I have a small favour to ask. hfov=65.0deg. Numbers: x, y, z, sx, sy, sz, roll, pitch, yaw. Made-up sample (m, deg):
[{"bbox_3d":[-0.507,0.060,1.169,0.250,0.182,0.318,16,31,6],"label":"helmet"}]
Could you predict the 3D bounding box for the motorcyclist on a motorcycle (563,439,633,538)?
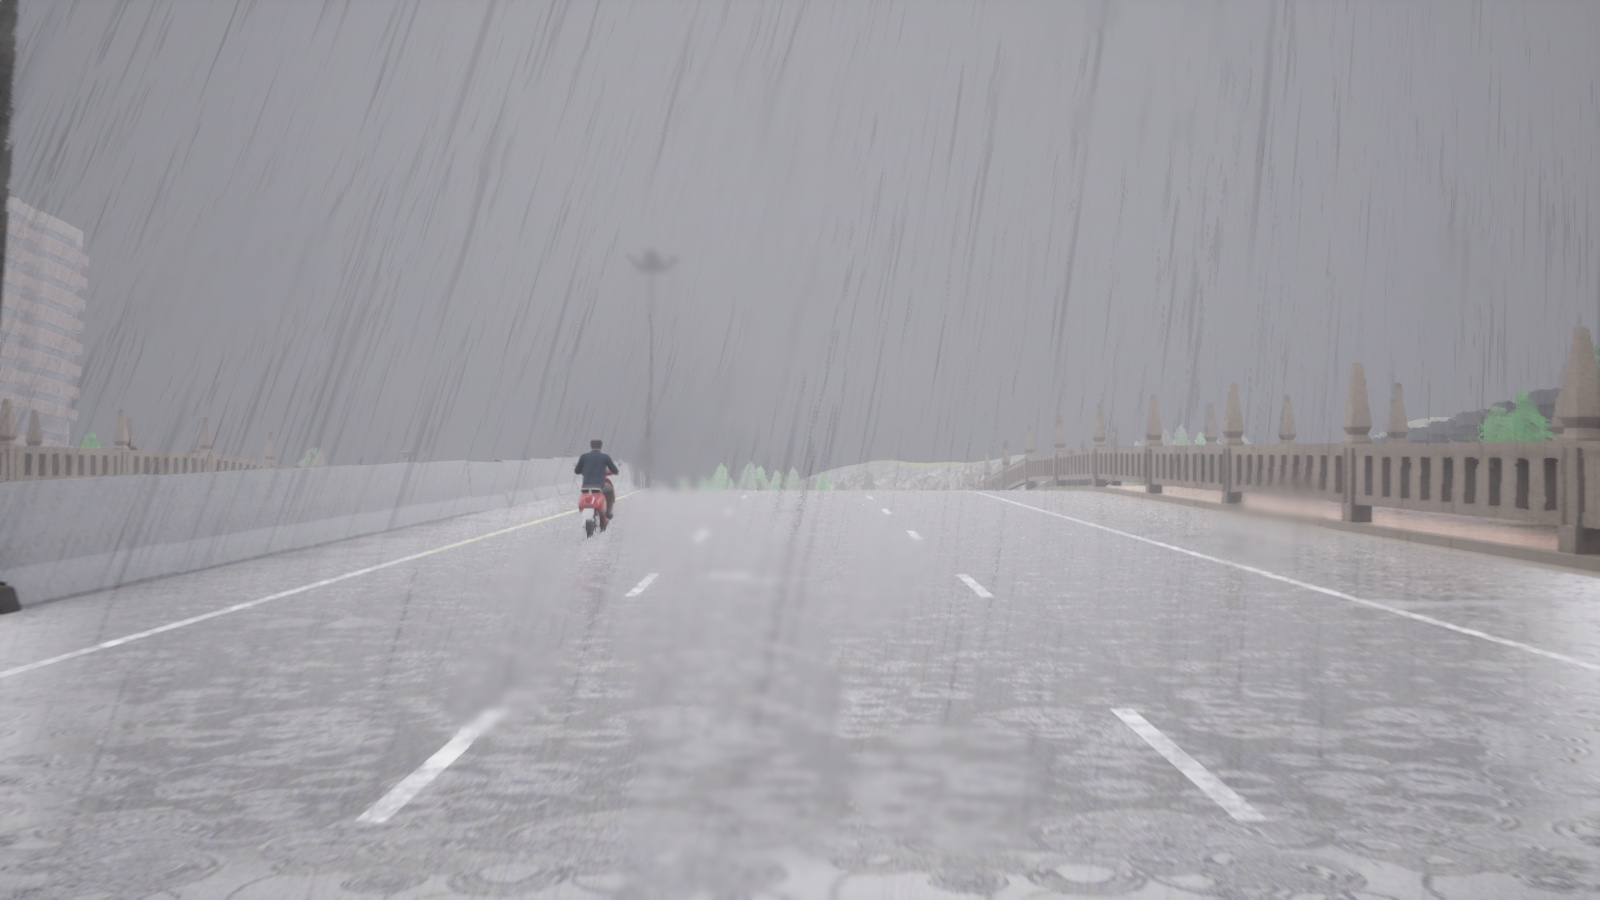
[{"bbox_3d":[-3.363,0.610,21.020,0.866,1.590,1.817,0,0,0],"label":"motorcyclist on a motorcycle"}]
